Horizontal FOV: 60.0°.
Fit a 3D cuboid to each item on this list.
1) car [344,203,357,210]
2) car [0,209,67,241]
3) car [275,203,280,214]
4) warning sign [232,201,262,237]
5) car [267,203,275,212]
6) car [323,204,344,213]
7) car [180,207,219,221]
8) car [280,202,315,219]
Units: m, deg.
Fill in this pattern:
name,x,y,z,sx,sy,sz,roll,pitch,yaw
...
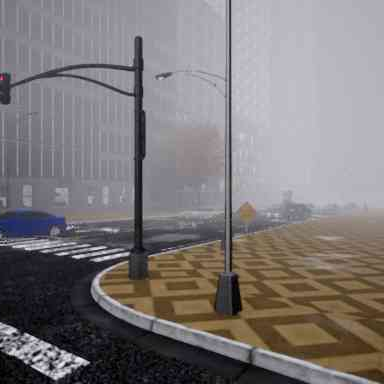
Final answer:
name,x,y,z,sx,sy,sz,roll,pitch,yaw
car,31.341,2.835,65.801,1.812,1.442,4.674,0,-1,33
car,-8.990,1.660,17.329,1.882,1.535,5.008,0,-1,33
car,13.725,2.203,46.402,2.097,1.767,4.553,0,-1,33
warning sign,3.066,1.453,18.581,1.300,1.860,1.060,1,1,33
car,13.398,2.474,52.004,2.033,1.411,5.357,0,-1,33
car,22.959,2.613,54.683,2.033,1.411,5.357,0,-1,33
car,0.776,2.114,32.533,1.895,1.301,4.718,0,-1,33
car,11.885,2.055,37.429,2.097,1.767,4.553,0,-1,33
